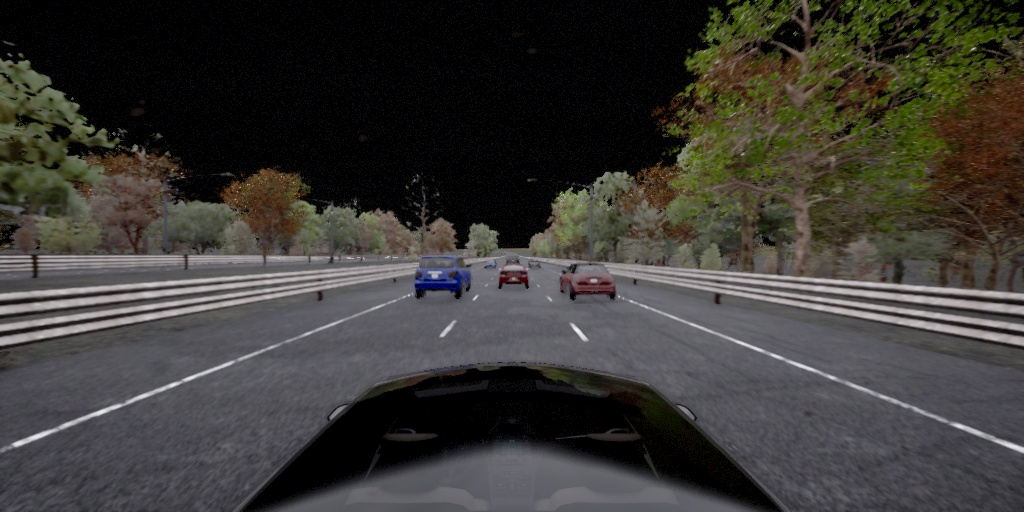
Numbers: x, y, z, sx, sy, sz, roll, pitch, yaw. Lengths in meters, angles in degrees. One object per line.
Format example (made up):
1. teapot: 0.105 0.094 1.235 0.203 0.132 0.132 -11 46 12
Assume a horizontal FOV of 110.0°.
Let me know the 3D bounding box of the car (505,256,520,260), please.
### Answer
1. car: 0.125 0.966 58.567 2.150 2.045 5.566 0 0 0

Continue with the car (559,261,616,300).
1. car: 3.604 1.100 17.879 2.097 1.767 4.553 0 0 0

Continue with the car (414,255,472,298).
1. car: -3.392 0.972 18.465 2.150 2.045 5.566 0 0 0

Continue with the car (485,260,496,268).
1. car: -3.376 1.291 58.794 2.033 1.411 5.357 0 0 0

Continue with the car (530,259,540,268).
1. car: 3.624 1.235 59.513 2.128 1.511 4.902 0 0 0

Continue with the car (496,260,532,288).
1. car: 0.110 1.226 24.017 1.882 1.535 5.008 0 0 0
